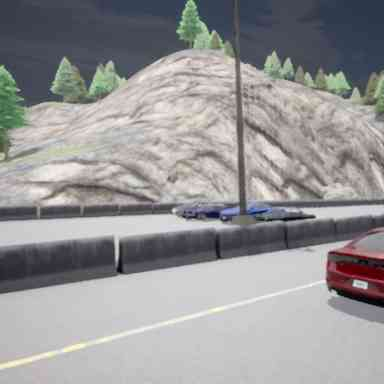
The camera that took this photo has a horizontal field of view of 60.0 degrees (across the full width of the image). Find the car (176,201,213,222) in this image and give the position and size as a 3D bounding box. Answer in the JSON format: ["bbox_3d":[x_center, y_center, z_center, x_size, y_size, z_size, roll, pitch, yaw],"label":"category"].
[{"bbox_3d":[1.452,1.616,26.515,4.718,1.301,1.895,0,0,-35],"label":"car"}]

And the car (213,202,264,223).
[{"bbox_3d":[4.225,1.494,24.192,5.008,1.535,1.882,0,0,-35],"label":"car"}]

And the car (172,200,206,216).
[{"bbox_3d":[0.452,1.508,30.097,4.902,1.511,2.128,0,0,-35],"label":"car"}]

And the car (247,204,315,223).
[{"bbox_3d":[5.554,1.616,20.844,4.718,1.301,1.895,0,0,-35],"label":"car"}]

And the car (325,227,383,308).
[{"bbox_3d":[4.993,1.485,7.309,5.008,1.535,1.882,0,0,-35],"label":"car"}]
